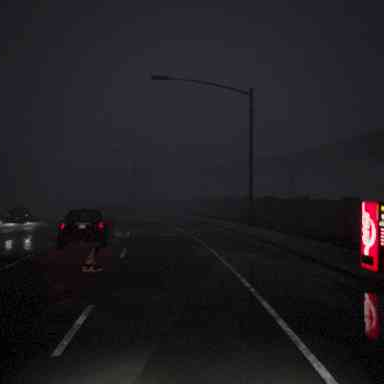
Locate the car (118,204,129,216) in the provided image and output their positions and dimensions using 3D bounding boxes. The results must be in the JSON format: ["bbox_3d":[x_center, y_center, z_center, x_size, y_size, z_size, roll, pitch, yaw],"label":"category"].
[{"bbox_3d":[-9.481,2.295,42.927,2.128,1.511,4.902,0,-1,-25],"label":"car"}]

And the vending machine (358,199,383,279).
[{"bbox_3d":[5.437,1.256,9.307,1.100,2.100,0.880,1,0,-5],"label":"vending machine"}]

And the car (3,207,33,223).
[{"bbox_3d":[-16.384,2.145,31.862,1.812,1.442,4.674,0,-1,-20],"label":"car"}]

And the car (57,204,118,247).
[{"bbox_3d":[-5.002,1.554,16.234,2.097,1.767,4.553,0,-1,-9],"label":"car"}]

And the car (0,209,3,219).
[{"bbox_3d":[-22.096,2.309,36.705,1.812,1.442,4.674,0,-2,-26],"label":"car"}]

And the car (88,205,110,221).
[{"bbox_3d":[-9.734,2.136,34.547,1.837,1.490,4.892,0,-2,-20],"label":"car"}]
